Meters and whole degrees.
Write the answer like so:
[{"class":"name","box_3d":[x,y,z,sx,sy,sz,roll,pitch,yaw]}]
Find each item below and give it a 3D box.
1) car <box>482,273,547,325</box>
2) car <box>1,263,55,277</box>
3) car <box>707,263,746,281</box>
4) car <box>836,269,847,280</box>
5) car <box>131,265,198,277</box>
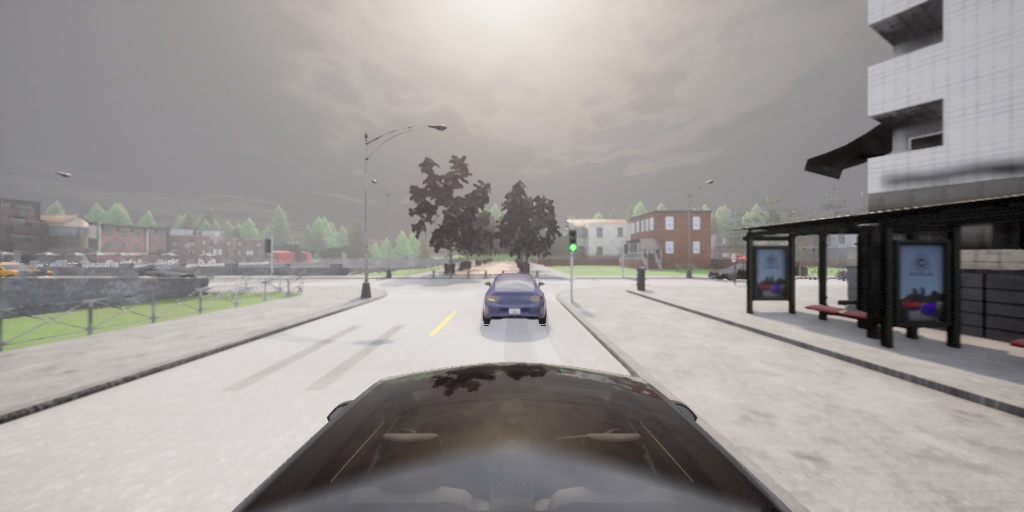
[{"class":"car","box_3d":[0.084,1.269,11.618,1.812,1.442,4.674,0,0,0]},{"class":"car","box_3d":[-34.664,1.210,24.655,5.008,1.535,1.882,0,0,0]},{"class":"car","box_3d":[18.804,1.279,28.860,5.357,1.411,2.033,0,0,0]},{"class":"car","box_3d":[28.751,1.296,28.858,4.181,1.385,1.994,0,0,0]},{"class":"car","box_3d":[-24.215,1.297,24.652,4.181,1.385,1.994,0,0,0]}]
